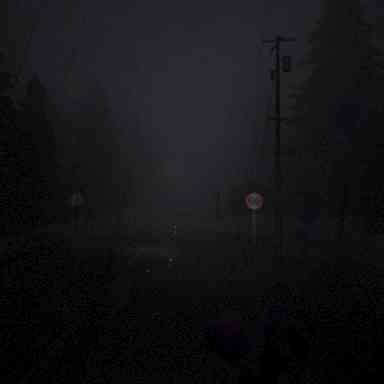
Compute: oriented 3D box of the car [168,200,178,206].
[{"bbox_3d":[-3.979,2.420,71.007,2.033,1.411,5.357,0,-1,0],"label":"car"}]
